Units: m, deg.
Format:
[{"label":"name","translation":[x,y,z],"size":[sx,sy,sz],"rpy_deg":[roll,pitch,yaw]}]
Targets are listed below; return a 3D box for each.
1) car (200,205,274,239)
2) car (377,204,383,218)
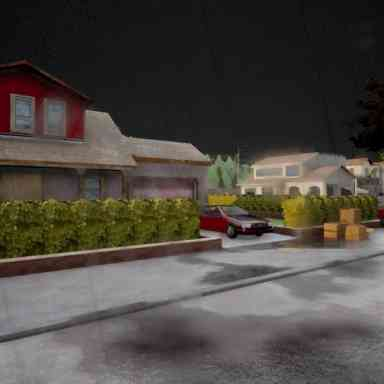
[{"label":"car","translation":[1.530,1.356,16.517],"size":[2.033,1.415,5.357],"rpy_deg":[0,0,-33]},{"label":"car","translation":[15.870,1.601,26.528],"size":[1.895,1.301,4.718],"rpy_deg":[0,0,-36]}]
